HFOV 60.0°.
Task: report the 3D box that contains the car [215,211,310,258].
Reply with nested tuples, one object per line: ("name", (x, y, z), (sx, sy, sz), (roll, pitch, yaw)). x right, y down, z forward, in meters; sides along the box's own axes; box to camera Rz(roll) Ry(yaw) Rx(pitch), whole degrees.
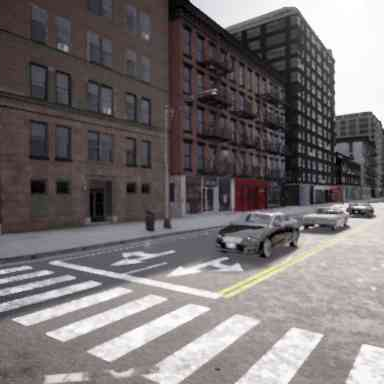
("car", (2.732, 1.531, 13.149), (2.128, 1.511, 4.902), (-1, 0, 36))

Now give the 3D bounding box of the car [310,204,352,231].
("car", (8.534, 1.637, 21.165), (1.895, 1.301, 4.718), (-1, 0, 36))

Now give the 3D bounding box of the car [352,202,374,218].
("car", (15.616, 1.591, 30.955), (1.994, 1.385, 4.181), (-1, 0, 35))
